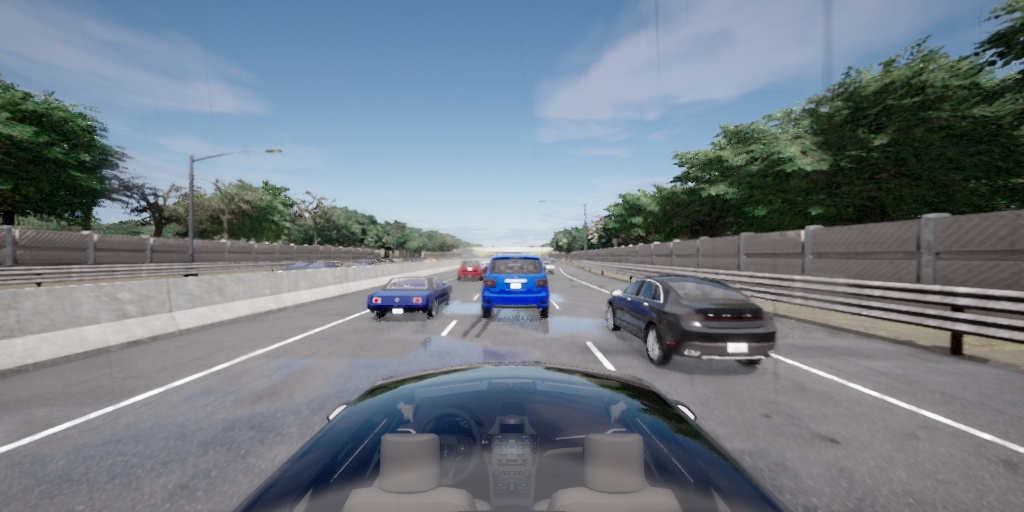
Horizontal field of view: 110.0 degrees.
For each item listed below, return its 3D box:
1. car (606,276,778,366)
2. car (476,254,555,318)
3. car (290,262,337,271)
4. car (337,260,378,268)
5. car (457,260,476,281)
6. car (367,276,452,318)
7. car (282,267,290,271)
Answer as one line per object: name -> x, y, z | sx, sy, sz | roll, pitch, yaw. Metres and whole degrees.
car -> 3.501, 1.185, 7.979 | 1.837, 1.490, 4.892 | 0, 0, 0
car -> 0.120, 0.969, 13.174 | 2.150, 2.045, 5.566 | 0, 0, 0
car -> -17.486, 1.292, 32.867 | 2.033, 1.411, 5.357 | 0, 0, 0
car -> -13.979, 1.309, 33.273 | 1.994, 1.385, 4.181 | 0, 0, 0
car -> -3.302, 1.098, 30.511 | 2.097, 1.767, 4.553 | 0, 0, 0
car -> -3.381, 1.348, 12.873 | 1.895, 1.301, 4.718 | 0, 0, 0
car -> -20.959, 1.291, 36.421 | 2.033, 1.411, 5.357 | 0, 0, 0
